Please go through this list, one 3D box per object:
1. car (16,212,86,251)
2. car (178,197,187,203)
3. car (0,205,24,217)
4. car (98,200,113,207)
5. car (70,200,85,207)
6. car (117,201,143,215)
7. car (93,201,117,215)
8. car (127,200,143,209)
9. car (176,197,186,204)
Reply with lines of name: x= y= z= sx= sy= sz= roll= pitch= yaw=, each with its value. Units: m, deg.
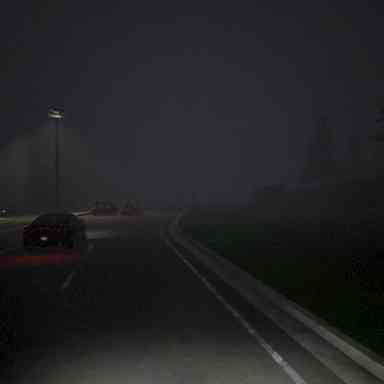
car: x=-6.265 y=1.724 z=15.662 sx=1.882 sy=1.535 sz=5.008 roll=-1 pitch=0 yaw=-9
car: x=-2.628 y=2.244 z=89.812 sx=2.128 sy=1.511 sz=4.902 roll=-1 pitch=0 yaw=1
car: x=-22.310 y=2.286 z=40.481 sx=1.812 sy=1.442 sz=4.674 roll=-1 pitch=-1 yaw=1
car: x=-18.068 y=2.481 z=69.844 sx=1.895 sy=1.301 sz=4.718 roll=-1 pitch=0 yaw=1
car: x=-25.004 y=2.452 z=72.941 sx=1.882 sy=1.535 sz=5.008 roll=-1 pitch=0 yaw=1
car: x=-7.116 y=1.918 z=39.599 sx=1.882 sy=1.535 sz=5.008 roll=-1 pitch=0 yaw=1
car: x=-10.589 y=1.874 z=40.875 sx=2.097 sy=1.767 sz=4.553 roll=-1 pitch=0 yaw=1
car: x=-10.281 y=2.221 z=60.017 sx=1.994 sy=1.385 sz=4.181 roll=-1 pitch=0 yaw=1
car: x=-2.833 y=2.011 z=80.702 sx=2.097 sy=1.767 sz=4.553 roll=-1 pitch=0 yaw=1
